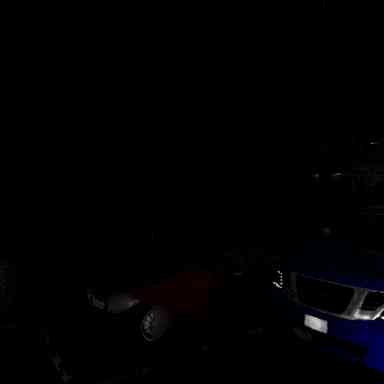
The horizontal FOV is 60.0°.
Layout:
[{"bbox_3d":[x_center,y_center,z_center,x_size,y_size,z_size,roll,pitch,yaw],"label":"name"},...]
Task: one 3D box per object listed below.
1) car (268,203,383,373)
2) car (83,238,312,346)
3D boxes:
[{"bbox_3d":[3.736,1.220,5.594,5.566,2.045,2.150,0,0,-35],"label":"car"},{"bbox_3d":[0.144,1.582,6.281,4.206,1.307,1.802,0,0,-35],"label":"car"}]
